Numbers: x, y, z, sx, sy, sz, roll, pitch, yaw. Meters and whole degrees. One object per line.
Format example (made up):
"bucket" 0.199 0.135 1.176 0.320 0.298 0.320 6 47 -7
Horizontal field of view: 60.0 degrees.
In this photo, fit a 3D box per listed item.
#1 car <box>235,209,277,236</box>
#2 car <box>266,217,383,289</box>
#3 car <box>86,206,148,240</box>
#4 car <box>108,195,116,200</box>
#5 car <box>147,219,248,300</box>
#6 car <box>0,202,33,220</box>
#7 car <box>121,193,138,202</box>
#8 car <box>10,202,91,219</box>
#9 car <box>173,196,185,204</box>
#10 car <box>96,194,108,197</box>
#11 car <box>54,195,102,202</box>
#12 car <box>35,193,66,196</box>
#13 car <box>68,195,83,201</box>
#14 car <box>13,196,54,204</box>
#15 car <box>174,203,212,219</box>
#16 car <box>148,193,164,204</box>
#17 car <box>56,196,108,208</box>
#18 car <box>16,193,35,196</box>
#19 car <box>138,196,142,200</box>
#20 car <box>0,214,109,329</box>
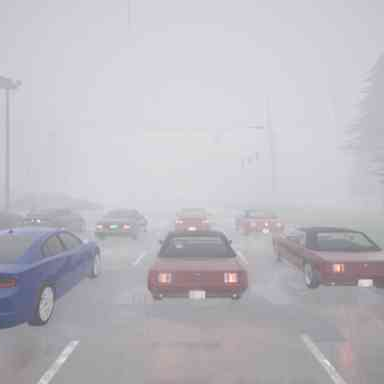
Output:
"car" 3.544 1.599 18.295 1.895 1.301 4.718 0 0 -1
"car" 3.593 1.600 9.127 1.895 1.301 4.718 0 0 0
"car" -3.427 1.546 16.888 2.033 1.411 5.357 0 0 0
"car" -22.971 1.542 92.752 4.181 1.385 1.994 0 0 42
"car" 0.093 1.600 8.335 1.895 1.301 4.718 0 0 0
"car" -10.434 1.490 16.919 2.128 1.511 4.902 0 0 0
"car" -14.129 1.217 73.512 2.150 2.045 5.566 0 0 -23
"car" -6.933 1.503 16.935 1.837 1.490 4.892 0 0 0
"car" -2.196 1.486 58.498 2.128 1.511 4.902 1 0 -4
"car" -23.673 1.516 83.206 2.128 1.511 4.902 0 0 -41
"car" -13.665 1.500 40.119 4.892 1.490 1.837 0 2 -28
"car" -18.206 1.217 45.934 5.566 2.045 2.150 0 1 -21
"car" -29.659 1.515 84.612 4.674 1.442 1.812 0 0 42
"car" -20.315 1.543 41.494 5.357 1.411 2.033 0 0 -7
"car" 0.055 1.524 17.438 1.812 1.442 4.674 0 0 1
"car" -7.139 1.216 65.161 2.150 2.045 5.566 1 0 -19
"car" -12.182 1.521 36.877 4.674 1.442 1.812 0 0 -29
"car" -21.929 1.216 48.564 5.566 2.045 2.150 0 0 -8
"car" -15.700 1.530 90.025 2.033 1.411 5.357 0 0 -41
"car" -3.406 1.477 7.077 1.882 1.535 5.008 0 0 0
